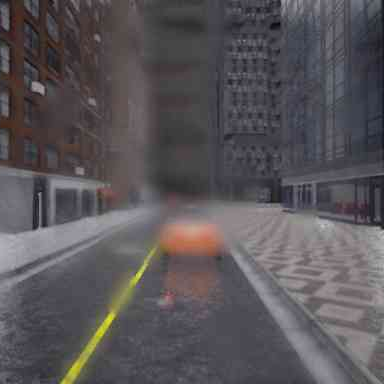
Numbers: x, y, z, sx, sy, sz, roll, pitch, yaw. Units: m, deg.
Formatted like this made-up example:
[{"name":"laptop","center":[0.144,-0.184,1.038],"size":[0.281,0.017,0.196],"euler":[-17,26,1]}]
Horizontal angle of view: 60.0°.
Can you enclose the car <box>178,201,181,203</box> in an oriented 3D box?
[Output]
[{"name":"car","center":[0.027,1.767,29.237],"size":[1.882,1.535,5.008],"euler":[0,0,0]}]

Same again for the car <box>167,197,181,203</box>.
[{"name":"car","center":[-2.999,1.790,55.507],"size":[2.150,2.045,5.566],"euler":[0,-1,0]}]

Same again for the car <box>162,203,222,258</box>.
[{"name":"car","center":[0.019,1.483,13.420],"size":[2.097,1.767,4.553],"euler":[0,-1,0]}]
